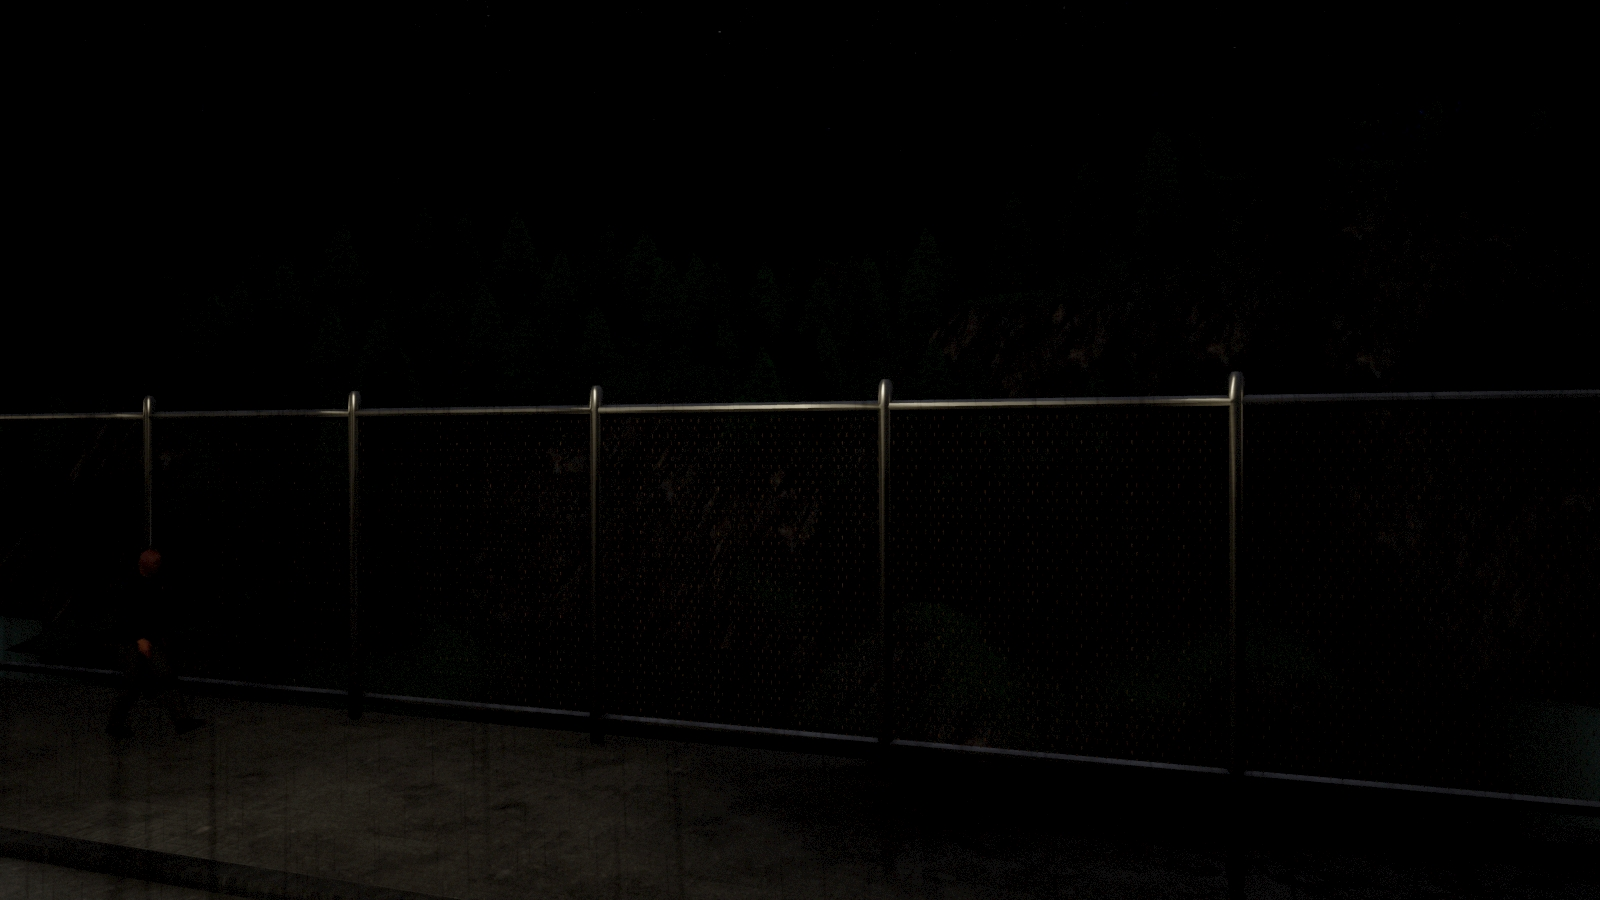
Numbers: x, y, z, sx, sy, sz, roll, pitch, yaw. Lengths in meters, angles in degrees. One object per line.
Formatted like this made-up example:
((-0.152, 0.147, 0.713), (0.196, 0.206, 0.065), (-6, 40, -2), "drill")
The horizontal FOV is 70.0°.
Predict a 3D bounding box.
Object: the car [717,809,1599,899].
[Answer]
((1.970, 2.155, 3.096), (4.718, 1.301, 1.895), (0, 0, 20), "car")

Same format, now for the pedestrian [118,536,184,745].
((-6.017, 1.748, 10.595), (0.375, 1.860, 0.375), (0, 0, 11), "pedestrian")
